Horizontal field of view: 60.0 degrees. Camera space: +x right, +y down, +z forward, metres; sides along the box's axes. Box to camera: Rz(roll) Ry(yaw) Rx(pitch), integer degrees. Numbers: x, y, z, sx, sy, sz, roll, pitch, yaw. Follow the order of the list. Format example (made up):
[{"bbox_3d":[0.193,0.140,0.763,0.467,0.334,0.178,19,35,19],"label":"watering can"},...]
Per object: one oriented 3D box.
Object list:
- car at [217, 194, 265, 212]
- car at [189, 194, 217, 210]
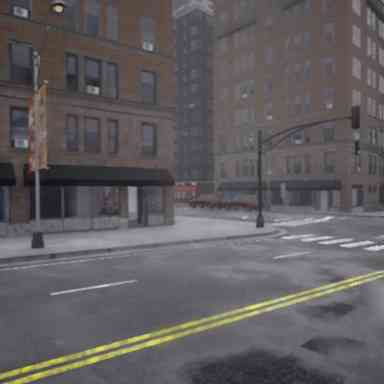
[{"bbox_3d":[5.727,1.220,36.908,2.192,1.841,5.009,0,0,-44],"label":"car"},{"bbox_3d":[1.905,1.174,40.874,2.192,1.841,5.009,0,0,-44],"label":"car"}]
